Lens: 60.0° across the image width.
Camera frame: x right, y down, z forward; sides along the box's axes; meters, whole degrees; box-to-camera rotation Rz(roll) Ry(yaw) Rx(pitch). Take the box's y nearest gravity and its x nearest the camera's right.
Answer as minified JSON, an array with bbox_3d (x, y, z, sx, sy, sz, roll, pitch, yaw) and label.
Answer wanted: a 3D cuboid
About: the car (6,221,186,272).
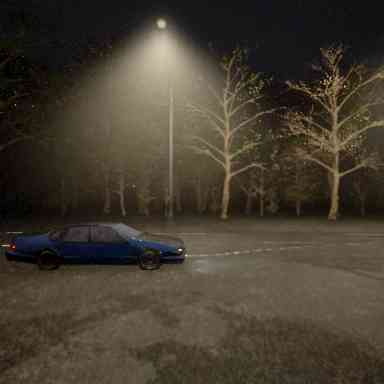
[{"bbox_3d":[-2.886,1.651,10.620,5.357,1.411,2.033,0,-1,0],"label":"car"}]
